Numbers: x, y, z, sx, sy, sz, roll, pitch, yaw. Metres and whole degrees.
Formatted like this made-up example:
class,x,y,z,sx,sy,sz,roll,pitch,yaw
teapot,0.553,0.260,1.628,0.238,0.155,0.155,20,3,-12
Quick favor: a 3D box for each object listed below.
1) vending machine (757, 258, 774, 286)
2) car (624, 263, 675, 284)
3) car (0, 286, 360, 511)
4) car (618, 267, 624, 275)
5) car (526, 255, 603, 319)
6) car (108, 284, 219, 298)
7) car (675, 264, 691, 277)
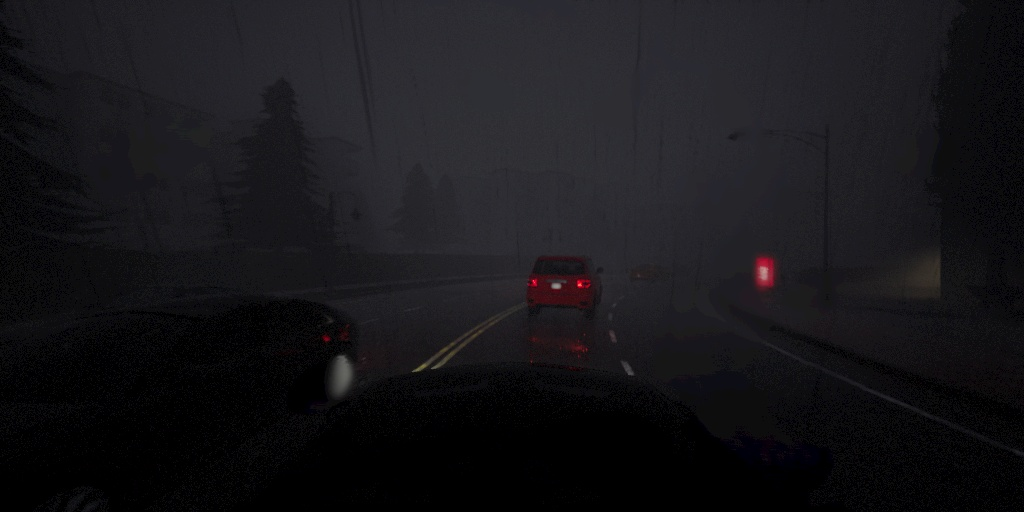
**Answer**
class,x,y,z,sx,sy,sz,roll,pitch,yaw
vending machine,17.488,1.149,24.741,1.100,2.100,0.880,0,0,44
car,11.294,1.361,29.223,1.882,1.535,5.008,0,0,41
car,-3.349,1.217,3.557,1.837,1.490,4.892,0,0,5
car,14.453,1.523,41.442,4.718,1.301,1.895,1,0,-35
car,2.101,0.998,13.311,2.150,2.045,5.566,0,0,17
car,-6.503,1.240,6.760,1.994,1.385,4.181,1,0,8
car,17.890,1.525,39.553,4.181,1.385,1.994,1,0,-35
